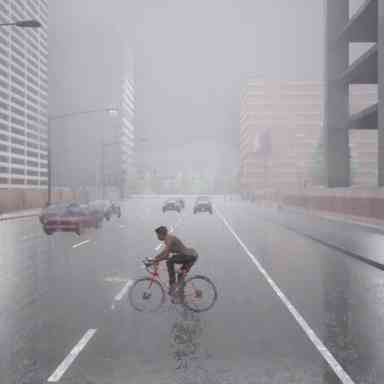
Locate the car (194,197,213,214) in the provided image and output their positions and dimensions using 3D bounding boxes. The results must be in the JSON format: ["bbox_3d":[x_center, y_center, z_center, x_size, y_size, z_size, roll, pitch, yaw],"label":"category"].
[{"bbox_3d":[1.188,1.526,35.441,1.812,1.442,4.674,0,0,2],"label":"car"}]

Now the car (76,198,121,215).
[{"bbox_3d":[-6.293,1.178,23.602,1.812,1.442,4.674,0,0,2],"label":"car"}]

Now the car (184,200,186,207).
[{"bbox_3d":[-1.950,1.505,47.036,1.837,1.490,4.892,0,0,2],"label":"car"}]

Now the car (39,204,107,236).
[{"bbox_3d":[-6.541,1.601,18.725,1.895,1.301,4.718,0,0,2],"label":"car"}]

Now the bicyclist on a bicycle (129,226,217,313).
[{"bbox_3d":[-0.377,1.455,6.176,1.656,1.620,0.582,-2,0,2],"label":"bicyclist on a bicycle"}]

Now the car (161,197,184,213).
[{"bbox_3d":[-2.240,1.526,37.695,1.812,1.442,4.674,0,0,2],"label":"car"}]

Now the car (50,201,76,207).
[{"bbox_3d":[-9.816,1.507,25.341,1.837,1.490,4.892,0,0,2],"label":"car"}]
